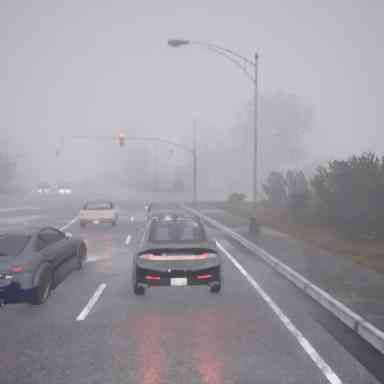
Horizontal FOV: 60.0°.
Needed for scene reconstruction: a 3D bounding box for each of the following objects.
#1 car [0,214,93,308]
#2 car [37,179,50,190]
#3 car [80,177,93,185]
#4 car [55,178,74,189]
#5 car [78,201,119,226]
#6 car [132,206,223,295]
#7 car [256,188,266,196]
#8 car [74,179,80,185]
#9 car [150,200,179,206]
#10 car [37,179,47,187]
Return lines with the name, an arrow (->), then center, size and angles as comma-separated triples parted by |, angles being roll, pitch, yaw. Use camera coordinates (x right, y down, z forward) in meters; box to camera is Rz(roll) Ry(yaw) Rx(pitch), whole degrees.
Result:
car -> -3.879, 1.467, 7.778 | 1.994, 1.385, 4.181 | 0, 1, -4
car -> -26.655, -1.181, 59.750 | 1.994, 1.385, 4.181 | -1, 4, -24
car -> -26.361, -2.846, 83.750 | 2.150, 2.045, 5.566 | -2, 3, -25
car -> -23.505, -1.338, 61.268 | 2.128, 1.511, 4.902 | -1, 4, -24
car -> -5.261, 1.140, 19.226 | 1.895, 1.301, 4.718 | -1, 3, -9
car -> -0.416, 1.371, 8.483 | 2.128, 1.511, 4.902 | 0, 1, -4
car -> 11.376, -0.215, 48.673 | 4.902, 1.511, 2.128 | 1, 3, -22
car -> -29.511, -2.508, 82.242 | 1.882, 1.535, 5.008 | -2, 3, -25
car -> -1.473, 1.138, 17.819 | 2.033, 1.411, 5.357 | 0, 2, -9
car -> -33.568, -2.055, 74.463 | 1.837, 1.490, 4.892 | -2, 3, -25
